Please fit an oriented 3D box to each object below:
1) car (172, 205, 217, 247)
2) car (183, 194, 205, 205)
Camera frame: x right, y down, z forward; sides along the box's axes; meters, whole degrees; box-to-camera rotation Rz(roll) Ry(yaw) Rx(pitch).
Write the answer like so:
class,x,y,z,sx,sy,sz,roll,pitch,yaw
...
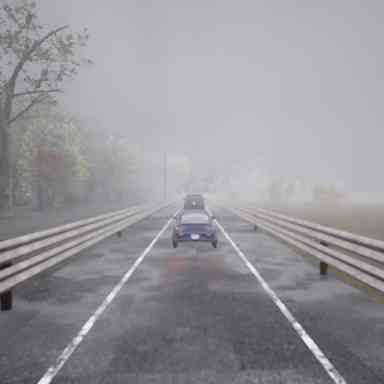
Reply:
class,x,y,z,sx,sy,sz,roll,pitch,yaw
car,0.115,1.527,14.969,1.812,1.442,4.674,0,0,0
car,0.240,1.224,35.362,2.150,2.045,5.566,0,0,0
